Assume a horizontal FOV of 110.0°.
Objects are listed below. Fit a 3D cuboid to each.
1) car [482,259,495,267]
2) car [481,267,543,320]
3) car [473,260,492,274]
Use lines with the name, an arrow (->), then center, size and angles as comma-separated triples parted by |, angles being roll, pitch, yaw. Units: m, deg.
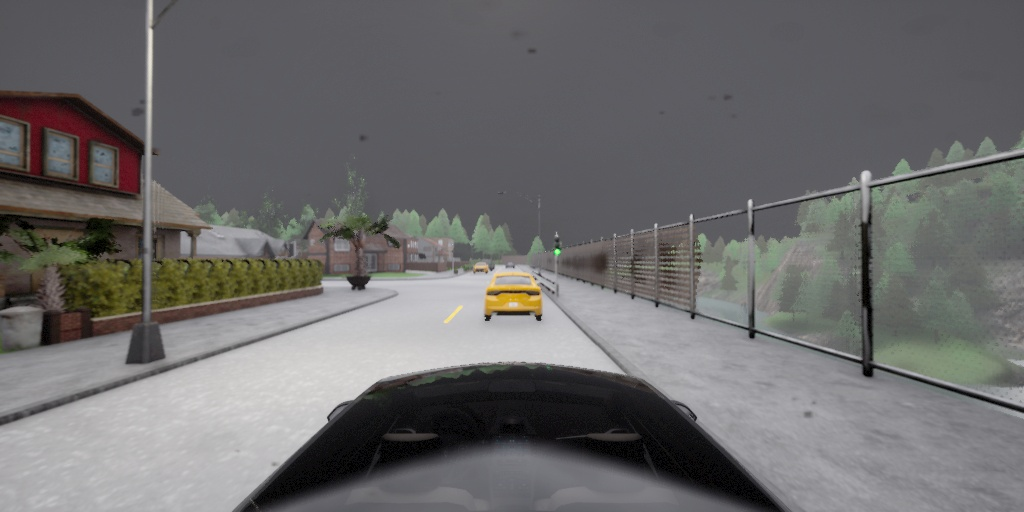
car -> -4.345, 1.522, 60.410 | 2.150, 2.045, 5.566 | 0, -1, 0
car -> 0.037, 1.336, 13.263 | 1.882, 1.535, 5.008 | 0, -1, 0
car -> -4.319, 1.685, 50.464 | 1.882, 1.535, 5.008 | 0, -1, 0
